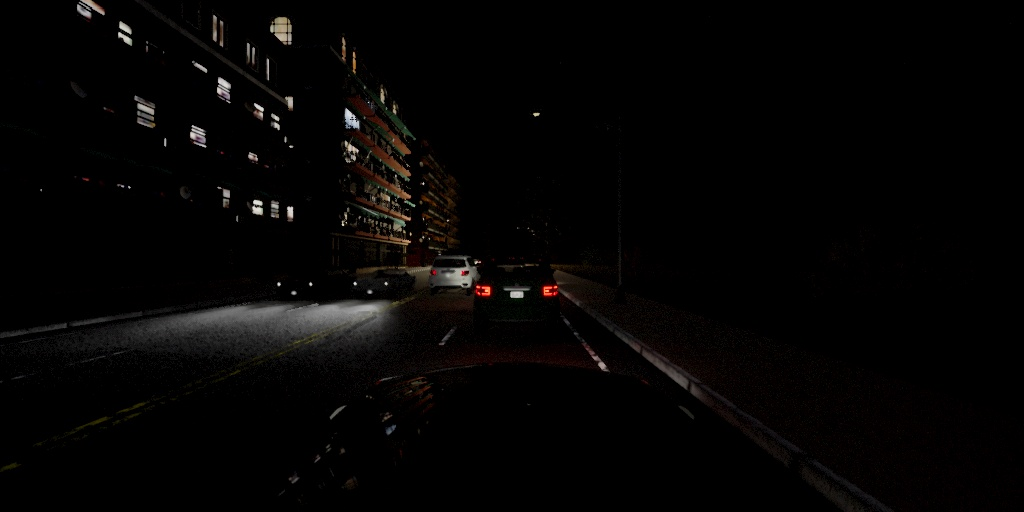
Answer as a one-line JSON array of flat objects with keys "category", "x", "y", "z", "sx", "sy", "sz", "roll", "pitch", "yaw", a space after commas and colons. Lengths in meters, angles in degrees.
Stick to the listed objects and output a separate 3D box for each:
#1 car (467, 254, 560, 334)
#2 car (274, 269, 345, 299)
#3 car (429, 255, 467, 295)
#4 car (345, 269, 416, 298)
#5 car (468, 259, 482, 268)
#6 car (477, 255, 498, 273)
[{"category": "car", "x": 0.131, "y": 0.973, "z": 10.823, "sx": 2.150, "sy": 2.045, "sz": 5.566, "roll": 0, "pitch": 0, "yaw": 0}, {"category": "car", "x": -9.785, "y": 1.353, "z": 18.321, "sx": 1.895, "sy": 1.301, "sz": 4.718, "roll": 0, "pitch": 0, "yaw": 0}, {"category": "car", "x": -3.076, "y": 0.976, "z": 20.041, "sx": 2.150, "sy": 2.045, "sz": 5.566, "roll": 0, "pitch": 0, "yaw": 0}, {"category": "car", "x": -6.532, "y": 1.353, "z": 18.725, "sx": 1.895, "sy": 1.301, "sz": 4.718, "roll": 0, "pitch": 0, "yaw": 0}, {"category": "car", "x": -6.334, "y": 1.275, "z": 61.899, "sx": 1.812, "sy": 1.442, "sz": 4.674, "roll": 0, "pitch": 0, "yaw": 1}, {"category": "car", "x": -2.989, "y": 0.964, "z": 44.330, "sx": 2.150, "sy": 2.045, "sz": 5.566, "roll": 0, "pitch": -1, "yaw": 1}]
